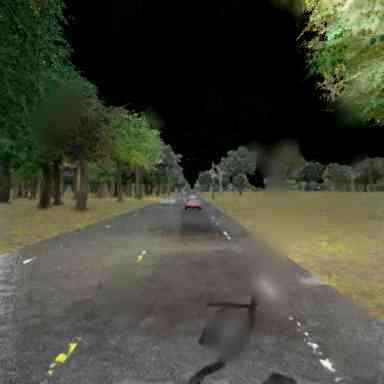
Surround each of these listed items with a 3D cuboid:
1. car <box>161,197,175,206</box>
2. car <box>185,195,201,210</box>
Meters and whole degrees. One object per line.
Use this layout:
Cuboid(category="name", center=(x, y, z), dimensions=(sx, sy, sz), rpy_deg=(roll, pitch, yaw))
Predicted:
Cuboid(category="car", center=(-3.553, 1.402, 50.315), dimensions=(1.895, 1.301, 4.718), rpy_deg=(0, 0, 0))
Cuboid(category="car", center=(0.114, 1.400, 40.754), dimensions=(1.994, 1.385, 4.181), rpy_deg=(0, 0, 0))
